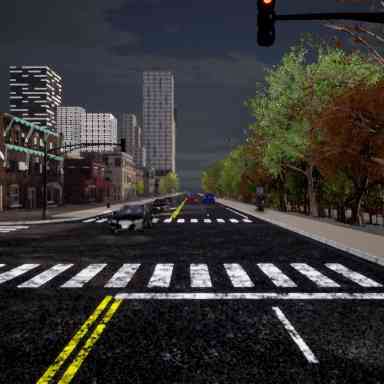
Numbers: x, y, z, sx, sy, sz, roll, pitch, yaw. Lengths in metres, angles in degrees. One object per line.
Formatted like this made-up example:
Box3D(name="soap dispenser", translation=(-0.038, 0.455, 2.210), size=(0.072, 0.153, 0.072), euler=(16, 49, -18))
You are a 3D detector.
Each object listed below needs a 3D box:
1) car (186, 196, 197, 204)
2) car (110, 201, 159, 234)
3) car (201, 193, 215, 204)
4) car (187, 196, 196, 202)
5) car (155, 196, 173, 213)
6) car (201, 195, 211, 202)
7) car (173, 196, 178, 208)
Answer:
Box3D(name="car", translation=(-0.043, 1.539, 64.199), size=(1.994, 1.385, 4.181), euler=(0, 0, -1))
Box3D(name="car", translation=(-3.395, 1.487, 19.293), size=(2.128, 1.511, 4.902), euler=(0, 0, 0))
Box3D(name="car", translation=(3.200, 1.197, 63.818), size=(2.150, 2.045, 5.566), euler=(0, 0, 0))
Box3D(name="car", translation=(-0.172, 1.523, 74.151), size=(1.994, 1.385, 4.181), euler=(0, 0, 0))
Box3D(name="car", translation=(-3.434, 1.494, 36.919), size=(1.837, 1.490, 4.892), euler=(0, 0, 0))
Box3D(name="car", translation=(3.072, 1.447, 74.393), size=(1.882, 1.535, 5.008), euler=(0, 0, 0))
Box3D(name="car", translation=(-3.457, 1.488, 48.899), size=(1.837, 1.490, 4.892), euler=(0, 0, 0))
